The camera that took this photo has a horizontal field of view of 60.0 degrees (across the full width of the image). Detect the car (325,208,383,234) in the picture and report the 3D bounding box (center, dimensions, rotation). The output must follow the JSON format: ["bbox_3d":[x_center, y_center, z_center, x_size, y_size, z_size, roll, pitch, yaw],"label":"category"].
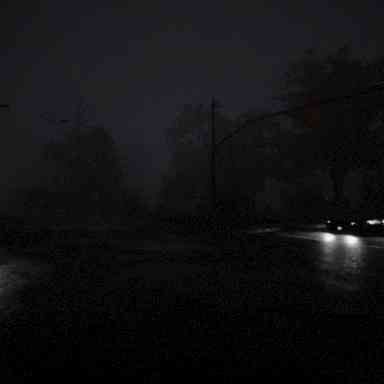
[{"bbox_3d":[10.128,1.638,19.844,5.357,1.411,2.033,2,-1,-39],"label":"car"}]
